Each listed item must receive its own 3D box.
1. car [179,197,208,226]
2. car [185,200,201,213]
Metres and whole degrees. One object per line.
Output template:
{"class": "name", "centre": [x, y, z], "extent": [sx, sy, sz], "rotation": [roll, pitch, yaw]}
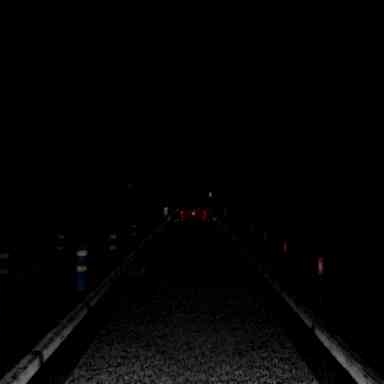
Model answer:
{"class": "car", "centre": [0.098, 1.520, 25.096], "extent": [2.097, 1.767, 4.553], "rotation": [0, -1, 0]}
{"class": "car", "centre": [0.096, 1.828, 42.993], "extent": [1.882, 1.535, 5.008], "rotation": [0, -1, 0]}
